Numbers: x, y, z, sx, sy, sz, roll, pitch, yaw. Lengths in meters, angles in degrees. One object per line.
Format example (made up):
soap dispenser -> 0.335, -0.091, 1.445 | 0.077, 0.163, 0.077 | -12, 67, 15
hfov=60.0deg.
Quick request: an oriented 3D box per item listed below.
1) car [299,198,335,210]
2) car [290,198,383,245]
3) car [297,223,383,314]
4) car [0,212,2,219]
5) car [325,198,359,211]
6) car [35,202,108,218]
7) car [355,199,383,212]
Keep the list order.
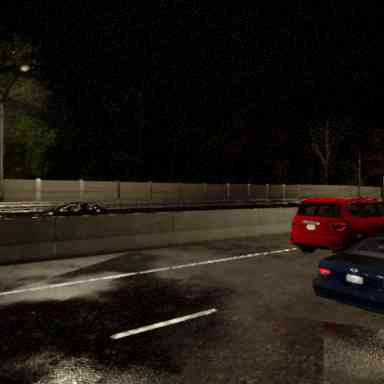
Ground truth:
car -> 17.575, 1.641, 46.618 | 5.357, 1.411, 2.033 | 0, 0, -35
car -> 6.045, 1.243, 12.364 | 5.566, 2.045, 2.150 | 0, 0, -36
car -> 4.860, 1.561, 7.218 | 5.357, 1.411, 2.033 | 0, 0, -36
car -> -12.300, 1.493, 16.716 | 4.902, 1.511, 2.128 | 0, 0, -36
car -> 19.901, 1.572, 43.979 | 5.008, 1.535, 1.882 | 0, 0, -35
car -> -8.494, 1.518, 23.730 | 4.892, 1.490, 1.837 | 0, 0, -35
car -> 22.362, 1.660, 41.435 | 4.181, 1.385, 1.994 | 0, 0, -35
